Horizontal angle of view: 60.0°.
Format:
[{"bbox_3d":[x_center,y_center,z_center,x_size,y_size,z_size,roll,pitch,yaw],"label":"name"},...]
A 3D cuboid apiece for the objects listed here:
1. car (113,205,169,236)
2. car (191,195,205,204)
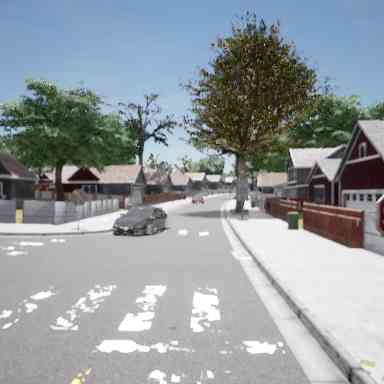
[{"bbox_3d":[-2.659,1.527,18.443,1.837,1.490,4.892,2,1,13],"label":"car"},{"bbox_3d":[0.994,1.179,54.797,1.812,1.442,4.674,0,1,8],"label":"car"}]
